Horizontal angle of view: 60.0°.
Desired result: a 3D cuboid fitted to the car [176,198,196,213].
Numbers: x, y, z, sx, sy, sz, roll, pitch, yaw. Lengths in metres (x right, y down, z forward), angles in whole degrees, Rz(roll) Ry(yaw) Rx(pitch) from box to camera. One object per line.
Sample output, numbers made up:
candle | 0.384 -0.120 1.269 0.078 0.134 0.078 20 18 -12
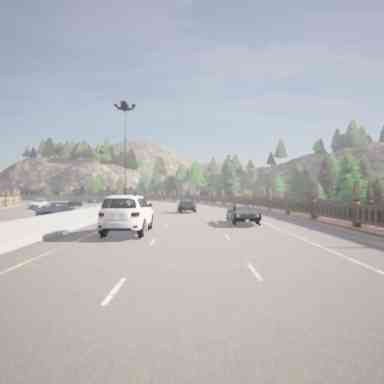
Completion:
car | -0.677 1.462 37.011 2.128 1.511 4.902 0 0 -6

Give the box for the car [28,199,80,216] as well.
car | -10.713 1.534 26.190 1.994 1.385 4.181 0 0 -1

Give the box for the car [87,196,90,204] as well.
car | -19.468 1.572 65.470 2.128 1.511 4.902 0 0 -24

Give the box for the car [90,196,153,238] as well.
car | -3.401 1.196 17.796 2.150 2.045 5.566 0 0 0

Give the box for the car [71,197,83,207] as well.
car | -17.758 1.485 50.857 1.882 1.535 5.008 0 0 -16

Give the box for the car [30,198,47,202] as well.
car | -19.285 1.517 42.186 1.812 1.442 4.674 0 0 -11

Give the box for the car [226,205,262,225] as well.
car | 3.586 1.571 23.783 1.895 1.301 4.718 0 0 0
